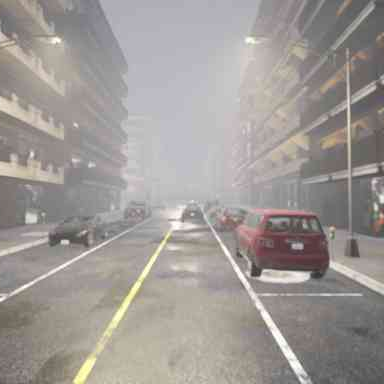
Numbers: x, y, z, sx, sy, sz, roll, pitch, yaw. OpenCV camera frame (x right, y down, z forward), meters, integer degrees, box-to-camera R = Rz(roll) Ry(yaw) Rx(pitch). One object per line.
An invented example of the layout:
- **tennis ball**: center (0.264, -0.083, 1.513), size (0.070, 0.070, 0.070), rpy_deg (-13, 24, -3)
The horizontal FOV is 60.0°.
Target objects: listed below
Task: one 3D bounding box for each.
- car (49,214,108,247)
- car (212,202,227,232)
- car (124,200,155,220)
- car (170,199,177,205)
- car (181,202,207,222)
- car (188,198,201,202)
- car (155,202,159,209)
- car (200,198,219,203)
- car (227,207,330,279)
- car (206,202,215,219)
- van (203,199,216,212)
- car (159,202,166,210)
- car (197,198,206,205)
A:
- **car**: center (-5.288, 1.746, 16.056), size (1.947, 1.339, 4.313), rpy_deg (1, -1, 0)
- **car**: center (2.564, 1.686, 21.524), size (1.967, 1.590, 4.097), rpy_deg (1, -1, 0)
- **car**: center (-5.272, 1.697, 32.647), size (2.192, 1.841, 5.009), rpy_deg (1, -1, 0)
- **car**: center (-5.240, 2.777, 92.844), size (1.947, 1.339, 4.313), rpy_deg (1, -1, 0)
- **car**: center (0.066, 1.921, 30.562), size (1.994, 1.385, 4.181), rpy_deg (0, -1, 1)
- **car**: center (0.041, 2.199, 56.790), size (2.128, 1.511, 4.902), rpy_deg (0, -1, 0)
- **car**: center (-5.274, 1.998, 38.175), size (1.887, 1.381, 4.507), rpy_deg (1, -1, 0)
- **car**: center (2.581, 1.841, 43.649), size (2.192, 1.841, 5.009), rpy_deg (1, -1, 0)
- **car**: center (2.561, 1.432, 10.462), size (2.192, 1.841, 5.009), rpy_deg (1, -1, 0)
- **car**: center (2.569, 1.963, 32.584), size (1.802, 1.307, 4.206), rpy_deg (1, -1, 0)
- **van**: center (2.583, 1.942, 49.180), size (1.690, 1.788, 3.998), rpy_deg (1, -1, 0)
- **car**: center (-5.265, 2.260, 54.767), size (1.802, 1.307, 4.206), rpy_deg (1, -1, 0)
- **car**: center (2.645, 2.527, 92.888), size (2.192, 1.841, 5.009), rpy_deg (1, -1, 0)
